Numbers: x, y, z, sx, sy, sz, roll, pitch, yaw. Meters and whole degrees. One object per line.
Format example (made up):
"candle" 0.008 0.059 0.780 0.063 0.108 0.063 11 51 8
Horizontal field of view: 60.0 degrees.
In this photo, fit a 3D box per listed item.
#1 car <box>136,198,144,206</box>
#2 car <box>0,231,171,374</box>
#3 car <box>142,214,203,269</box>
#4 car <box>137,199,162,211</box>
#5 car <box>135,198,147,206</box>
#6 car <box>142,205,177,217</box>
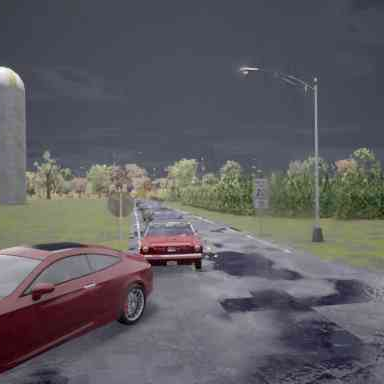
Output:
"car" -6.023 1.762 43.219 1.994 1.385 4.181 -1 0 -11
"car" -2.392 1.557 5.059 1.812 1.442 4.674 0 -1 29
"car" -0.742 1.665 11.376 1.895 1.301 4.718 -1 0 -5
"car" -3.265 1.623 28.153 2.128 1.511 4.902 -1 0 -10
"car" -9.483 1.829 61.383 2.033 1.411 5.357 -1 0 -11
"car" -1.459 1.650 17.822 1.994 1.385 4.181 -1 0 -10
